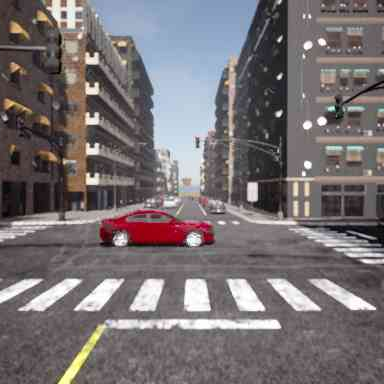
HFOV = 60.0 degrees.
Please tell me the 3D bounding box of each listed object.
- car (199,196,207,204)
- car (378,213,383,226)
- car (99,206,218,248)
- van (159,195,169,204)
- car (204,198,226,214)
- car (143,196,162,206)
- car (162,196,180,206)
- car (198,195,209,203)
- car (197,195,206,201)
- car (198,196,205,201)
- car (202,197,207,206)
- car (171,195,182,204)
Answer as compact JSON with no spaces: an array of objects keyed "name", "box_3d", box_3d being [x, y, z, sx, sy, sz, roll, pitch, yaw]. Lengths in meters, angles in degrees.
[{"name":"car","box_3d":[2.588,1.700,53.065,1.887,1.381,4.507,-1,0,0]},{"name":"car","box_3d":[13.707,1.433,20.390,4.097,1.590,1.967,0,1,0]},{"name":"car","box_3d":[-1.528,1.539,14.698,5.008,1.535,1.882,0,1,0]},{"name":"van","box_3d":[-5.816,1.565,70.143,1.690,1.788,3.998,-1,0,0]},{"name":"car","box_3d":[2.734,1.646,36.270,2.008,1.369,4.403,-1,0,0]},{"name":"car","box_3d":[-5.936,1.685,47.612,2.008,1.369,4.403,-1,0,0]},{"name":"car","box_3d":[-3.182,1.663,48.684,1.812,1.442,4.674,0,0,0]},{"name":"car","box_3d":[2.519,1.564,75.693,2.192,1.841,5.009,-1,0,0]},{"name":"car","box_3d":[2.535,1.769,70.059,1.887,1.381,4.507,-1,0,0]},{"name":"car","box_3d":[2.491,1.908,92.586,1.802,1.307,4.206,-1,0,0]},{"name":"car","box_3d":[2.714,1.664,41.801,2.008,1.369,4.403,-1,0,0]},{"name":"car","box_3d":[-3.133,1.779,66.939,1.812,1.442,4.674,0,0,0]}]
